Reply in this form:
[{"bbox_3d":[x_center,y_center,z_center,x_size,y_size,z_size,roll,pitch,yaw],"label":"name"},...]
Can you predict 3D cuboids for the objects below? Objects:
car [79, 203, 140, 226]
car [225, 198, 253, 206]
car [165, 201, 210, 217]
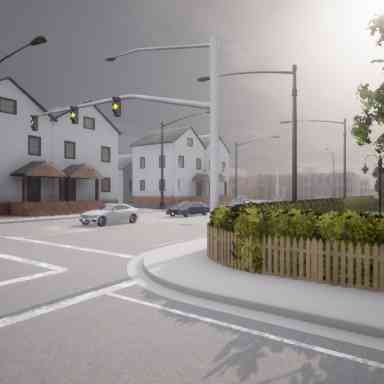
[{"bbox_3d":[-5.679,1.526,23.440,1.812,1.442,4.674,0,0,35],"label":"car"},{"bbox_3d":[5.690,1.492,39.875,2.128,1.511,4.902,0,0,35],"label":"car"},{"bbox_3d":[-0.190,1.547,31.387,2.033,1.411,5.357,0,0,35],"label":"car"}]
